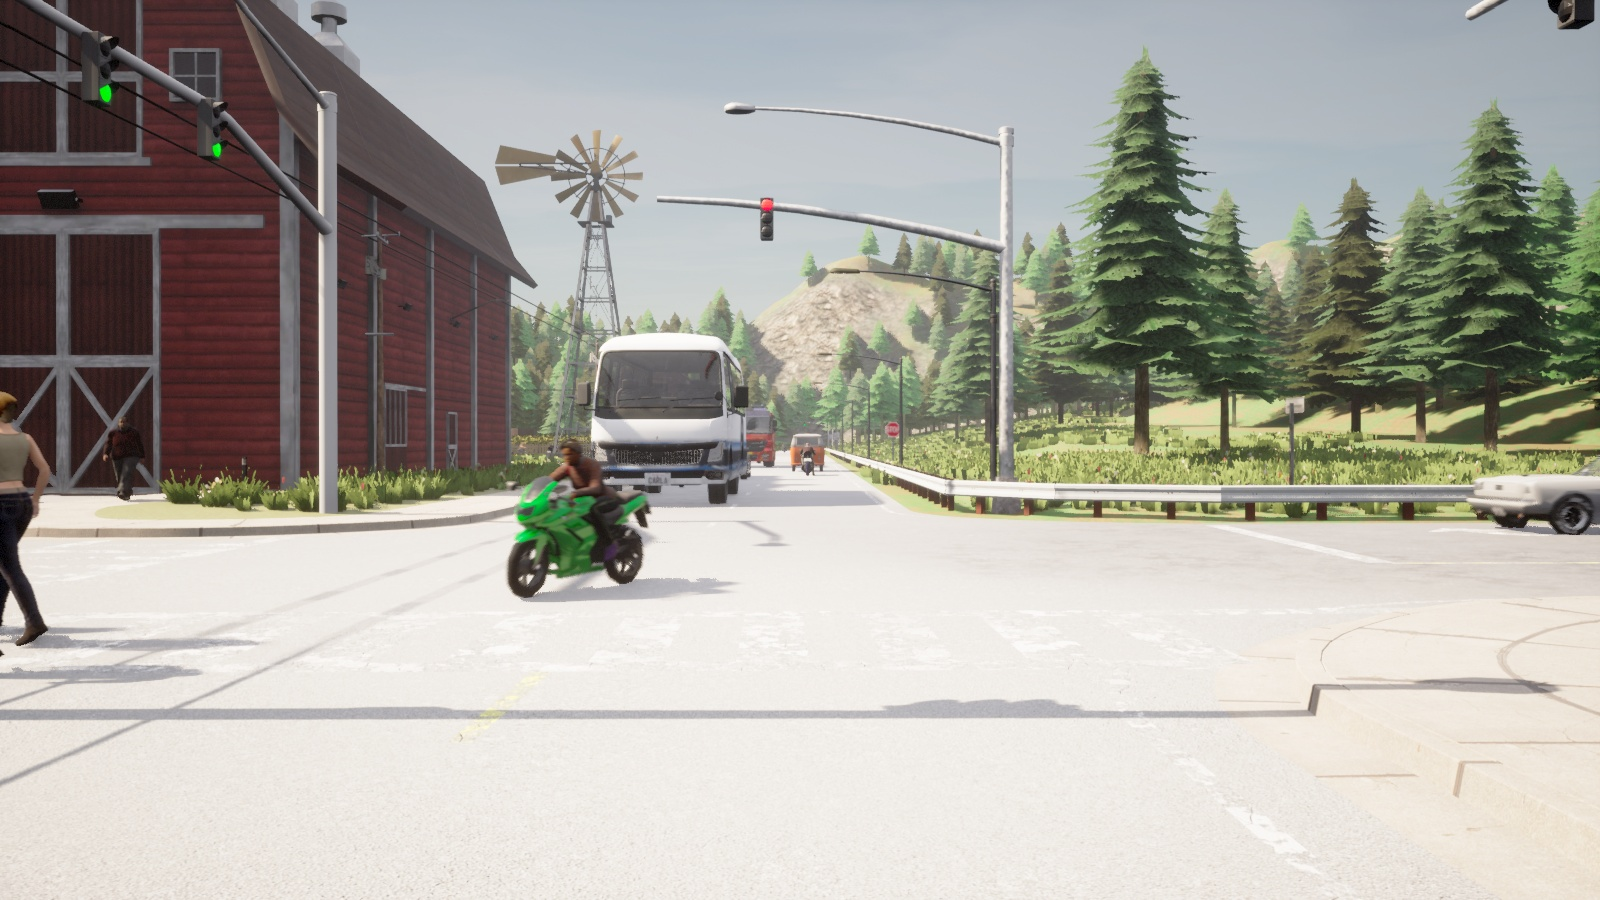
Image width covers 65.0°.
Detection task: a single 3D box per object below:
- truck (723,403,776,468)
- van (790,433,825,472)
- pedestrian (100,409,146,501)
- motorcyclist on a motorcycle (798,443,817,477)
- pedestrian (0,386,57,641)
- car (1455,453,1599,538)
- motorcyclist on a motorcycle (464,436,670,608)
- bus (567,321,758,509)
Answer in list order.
[{"bbox_3d":[-3.037,-0.860,77.785,2.891,3.827,8.468,0,0,0],"label":"truck"},{"bbox_3d":[0.398,0.125,66.402,1.775,1.987,4.442,0,0,0],"label":"van"},{"bbox_3d":[-13.868,0.104,25.755,0.634,1.844,0.899,0,0,-15],"label":"pedestrian"},{"bbox_3d":[0.346,0.457,57.476,0.866,1.530,2.191,0,0,0],"label":"motorcyclist on a motorcycle"},{"bbox_3d":[-5.871,0.455,9.261,0.594,1.836,0.345,0,0,13],"label":"pedestrian"},{"bbox_3d":[13.594,0.715,20.576,4.718,1.301,1.895,0,0,0],"label":"car"},{"bbox_3d":[-2.252,0.642,12.395,0.797,1.523,2.044,3,2,32],"label":"motorcyclist on a motorcycle"},{"bbox_3d":[-3.290,-0.823,33.683,3.944,4.253,10.273,0,0,0],"label":"bus"}]
